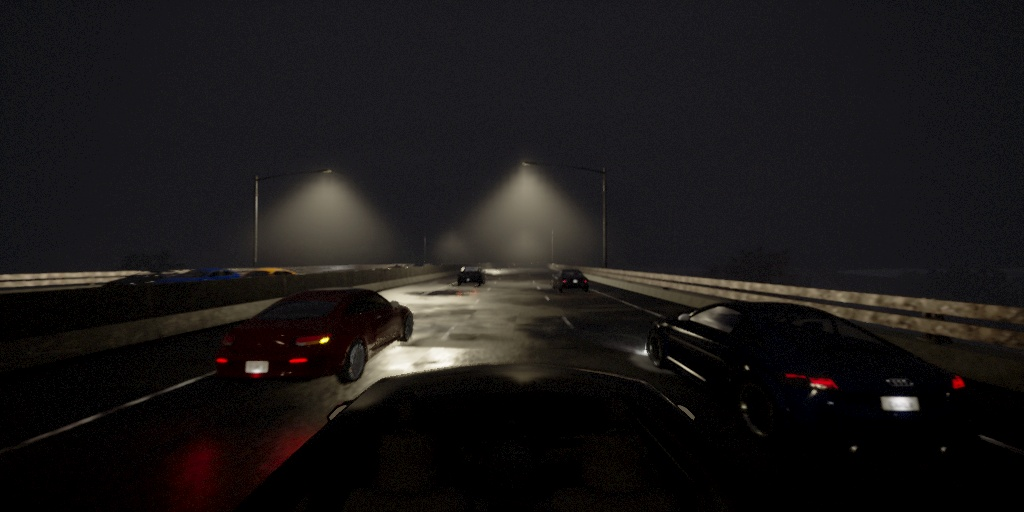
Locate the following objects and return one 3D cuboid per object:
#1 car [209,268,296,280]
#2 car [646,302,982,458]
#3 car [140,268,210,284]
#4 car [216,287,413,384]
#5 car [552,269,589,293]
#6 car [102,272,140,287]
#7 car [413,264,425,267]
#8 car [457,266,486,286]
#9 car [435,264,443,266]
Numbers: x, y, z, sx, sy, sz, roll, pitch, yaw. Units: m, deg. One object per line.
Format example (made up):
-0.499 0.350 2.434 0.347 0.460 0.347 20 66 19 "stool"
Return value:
-13.990 1.450 20.349 1.882 1.535 5.008 0 -1 1 "car"
3.604 1.359 5.329 1.994 1.385 4.181 0 -1 0 "car"
-17.489 1.450 20.429 1.882 1.535 5.008 0 -1 1 "car"
-3.388 1.340 7.083 1.812 1.442 4.674 0 -1 0 "car"
3.742 1.570 23.522 2.033 1.411 5.357 0 -1 1 "car"
-20.983 1.541 20.972 1.994 1.385 4.181 0 -1 1 "car"
-16.431 2.091 63.156 1.812 1.442 4.674 0 -1 3 "car"
-3.182 1.578 28.693 2.128 1.511 4.902 0 -1 1 "car"
-12.928 2.114 63.076 2.033 1.411 5.357 0 -1 3 "car"
